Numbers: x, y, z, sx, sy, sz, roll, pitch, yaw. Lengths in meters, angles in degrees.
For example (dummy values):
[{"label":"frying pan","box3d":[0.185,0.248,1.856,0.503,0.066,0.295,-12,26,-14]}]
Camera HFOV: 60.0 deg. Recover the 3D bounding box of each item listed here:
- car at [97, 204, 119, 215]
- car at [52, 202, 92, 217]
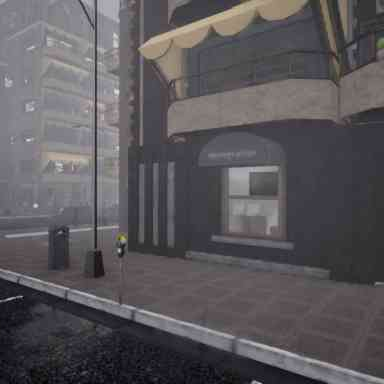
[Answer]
[{"label":"car","box3d":[-9.459,2.064,39.919,1.802,1.307,4.206,-1,-1,35]},{"label":"car","box3d":[-12.743,1.821,35.295,1.967,1.590,4.097,-1,-1,35]}]
